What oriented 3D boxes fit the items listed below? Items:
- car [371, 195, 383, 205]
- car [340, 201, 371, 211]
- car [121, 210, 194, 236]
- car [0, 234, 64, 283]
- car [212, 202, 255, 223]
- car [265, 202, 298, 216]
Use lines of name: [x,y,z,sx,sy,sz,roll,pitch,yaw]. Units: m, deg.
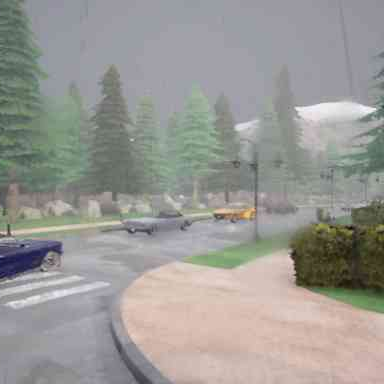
car: [28.569,1.391,49.417,5.566,2.045,2.150,0,0,-40]
car: [20.569,1.773,42.201,1.895,1.301,4.718,0,0,45]
car: [-1.968,1.777,20.004,1.895,1.301,4.718,0,0,36]
car: [-5.338,1.713,8.641,1.895,1.301,4.718,1,-1,9]
car: [3.535,1.654,27.609,1.882,1.535,5.008,0,0,36]
car: [9.630,1.777,35.592,1.895,1.301,4.718,0,0,39]
